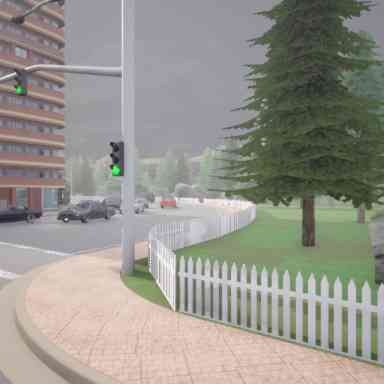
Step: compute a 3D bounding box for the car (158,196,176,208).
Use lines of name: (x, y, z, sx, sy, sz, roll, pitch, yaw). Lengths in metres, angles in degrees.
car: (-3.569, 1.296, 46.700, 2.097, 1.767, 4.553, 0, 0, -12)

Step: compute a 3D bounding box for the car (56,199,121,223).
car: (-7.822, 1.492, 25.309, 2.033, 1.411, 5.357, 0, 0, 17)

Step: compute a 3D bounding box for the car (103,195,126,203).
car: (-15.872, 1.434, 67.901, 4.902, 1.511, 2.128, 0, 0, 41)

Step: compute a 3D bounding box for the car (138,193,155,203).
car: (-9.593, 1.166, 66.456, 2.150, 2.045, 5.566, 0, 0, -40)

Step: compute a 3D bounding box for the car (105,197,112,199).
car: (-9.904, 1.492, 31.861, 2.033, 1.411, 5.357, 0, 0, 8)

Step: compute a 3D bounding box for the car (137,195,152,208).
car: (-6.943, 1.470, 44.943, 1.812, 1.442, 4.674, 0, 0, -13)

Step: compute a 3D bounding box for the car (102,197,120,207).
car: (-12.664, 1.508, 51.592, 1.994, 1.385, 4.181, 0, 0, -24)

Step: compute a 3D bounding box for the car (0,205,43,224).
car: (-12.708, 1.545, 22.629, 1.895, 1.301, 4.718, 0, 0, 23)

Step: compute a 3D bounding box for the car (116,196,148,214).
car: (-6.189, 1.470, 34.752, 1.812, 1.442, 4.674, 0, 0, 3)

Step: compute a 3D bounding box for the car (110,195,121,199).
car: (-9.813, 1.492, 41.935, 2.033, 1.411, 5.357, 0, 0, -7)
